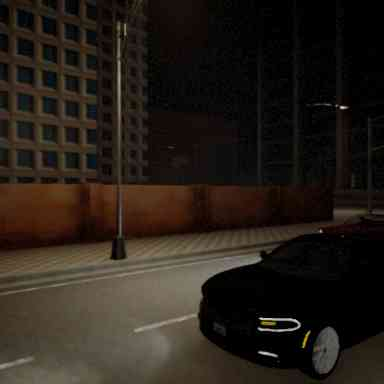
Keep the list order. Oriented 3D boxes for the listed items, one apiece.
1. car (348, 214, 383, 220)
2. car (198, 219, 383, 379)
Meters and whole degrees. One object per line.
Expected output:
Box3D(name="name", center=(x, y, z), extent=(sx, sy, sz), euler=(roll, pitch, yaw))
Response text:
Box3D(name="car", center=(7.045, 1.571, 13.216), extent=(4.718, 1.301, 1.895), euler=(0, 0, -35))
Box3D(name="car", center=(2.399, 1.466, 5.659), extent=(5.008, 1.535, 1.882), euler=(0, 0, -35))
